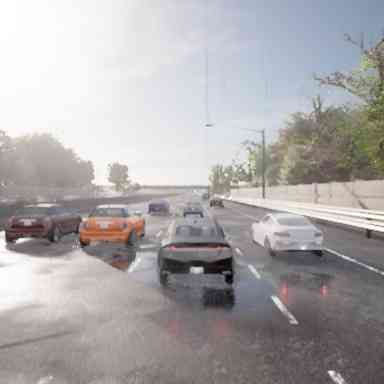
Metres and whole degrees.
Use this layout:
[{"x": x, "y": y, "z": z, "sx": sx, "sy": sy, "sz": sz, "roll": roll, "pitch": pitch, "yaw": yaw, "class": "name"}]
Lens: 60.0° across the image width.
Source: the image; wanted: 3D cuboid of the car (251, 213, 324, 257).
[{"x": 3.500, "y": 1.513, "z": 12.770, "sx": 1.812, "sy": 1.442, "sz": 4.674, "roll": 0, "pitch": 0, "yaw": 0, "class": "car"}]

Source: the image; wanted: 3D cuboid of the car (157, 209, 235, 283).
[{"x": 0.102, "y": 1.483, "z": 9.640, "sx": 2.128, "sy": 1.511, "sz": 4.902, "roll": 0, "pitch": 0, "yaw": 0, "class": "car"}]

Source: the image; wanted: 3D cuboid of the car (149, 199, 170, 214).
[{"x": -3.396, "y": 1.451, "z": 34.715, "sx": 1.882, "sy": 1.535, "sz": 5.008, "roll": 0, "pitch": 0, "yaw": 0, "class": "car"}]

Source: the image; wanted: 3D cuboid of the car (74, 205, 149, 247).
[{"x": -3.400, "y": 1.339, "z": 15.036, "sx": 2.097, "sy": 1.767, "sz": 4.553, "roll": 0, "pitch": 0, "yaw": 0, "class": "car"}]

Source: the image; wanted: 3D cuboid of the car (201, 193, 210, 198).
[{"x": 3.506, "y": 1.218, "z": 83.464, "sx": 2.150, "sy": 2.045, "sz": 5.566, "roll": 0, "pitch": 0, "yaw": 0, "class": "car"}]

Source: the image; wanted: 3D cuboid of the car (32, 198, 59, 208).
[{"x": -21.059, "y": 1.533, "z": 48.047, "sx": 1.994, "sy": 1.385, "sz": 4.181, "roll": 0, "pitch": 0, "yaw": 0, "class": "car"}]

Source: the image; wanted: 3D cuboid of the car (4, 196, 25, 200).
[{"x": -24.558, "y": 1.322, "z": 45.841, "sx": 2.097, "sy": 1.767, "sz": 4.553, "roll": 0, "pitch": 0, "yaw": 0, "class": "car"}]

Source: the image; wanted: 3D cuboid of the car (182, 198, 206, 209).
[{"x": 0.100, "y": 1.523, "z": 30.868, "sx": 2.033, "sy": 1.411, "sz": 5.357, "roll": 0, "pitch": 0, "yaw": 0, "class": "car"}]

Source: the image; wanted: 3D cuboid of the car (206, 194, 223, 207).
[{"x": 3.503, "y": 1.444, "z": 49.410, "sx": 1.882, "sy": 1.535, "sz": 5.008, "roll": 0, "pitch": 0, "yaw": 0, "class": "car"}]

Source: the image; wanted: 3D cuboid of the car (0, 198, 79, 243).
[{"x": -6.900, "y": 1.338, "z": 16.087, "sx": 2.097, "sy": 1.767, "sz": 4.553, "roll": 0, "pitch": 0, "yaw": 0, "class": "car"}]
